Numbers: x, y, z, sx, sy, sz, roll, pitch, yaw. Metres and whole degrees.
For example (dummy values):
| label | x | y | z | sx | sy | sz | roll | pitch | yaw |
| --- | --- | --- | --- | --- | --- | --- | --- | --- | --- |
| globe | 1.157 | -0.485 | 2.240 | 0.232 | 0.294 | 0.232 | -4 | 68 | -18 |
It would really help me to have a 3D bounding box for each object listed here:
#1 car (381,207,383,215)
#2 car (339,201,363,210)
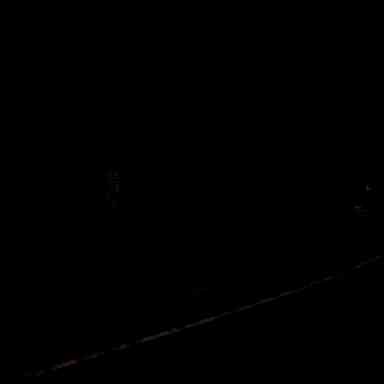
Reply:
| label | x | y | z | sx | sy | sz | roll | pitch | yaw |
| --- | --- | --- | --- | --- | --- | --- | --- | --- | --- |
| car | 21.363 | 1.837 | 34.772 | 1.895 | 1.301 | 4.718 | -3 | -2 | 16 |
| car | 27.260 | 2.279 | 57.184 | 1.837 | 1.490 | 4.892 | -4 | -2 | -6 |
